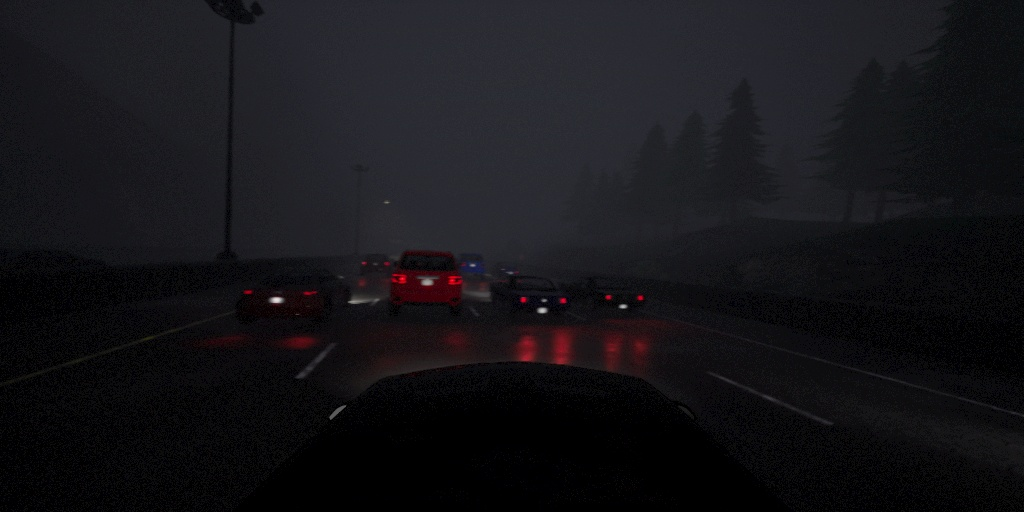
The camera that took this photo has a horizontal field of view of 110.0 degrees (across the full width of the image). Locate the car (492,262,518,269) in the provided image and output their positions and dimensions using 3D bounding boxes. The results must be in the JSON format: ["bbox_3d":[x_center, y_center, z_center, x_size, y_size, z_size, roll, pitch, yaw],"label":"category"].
[{"bbox_3d":[-0.647,1.232,32.462,1.812,1.442,4.674,3,0,-14],"label":"car"}]

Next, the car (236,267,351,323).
[{"bbox_3d":[-6.108,1.006,10.542,1.994,1.385,4.181,3,0,-14],"label":"car"}]

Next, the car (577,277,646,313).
[{"bbox_3d":[3.540,1.522,15.242,1.895,1.301,4.718,3,0,-14],"label":"car"}]

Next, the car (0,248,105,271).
[{"bbox_3d":[-17.679,0.412,12.900,2.033,1.411,5.357,3,0,-14],"label":"car"}]

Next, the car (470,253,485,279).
[{"bbox_3d":[-3.622,0.780,29.967,2.150,2.045,5.566,3,0,-14],"label":"car"}]

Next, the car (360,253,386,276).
[{"bbox_3d":[-10.298,0.579,27.803,2.097,1.767,4.553,3,0,-14],"label":"car"}]

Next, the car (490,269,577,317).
[{"bbox_3d":[0.427,1.368,13.253,1.895,1.301,4.718,3,0,-14],"label":"car"}]

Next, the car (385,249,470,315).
[{"bbox_3d":[-3.037,0.815,12.779,2.150,2.045,5.566,3,0,-14],"label":"car"}]
